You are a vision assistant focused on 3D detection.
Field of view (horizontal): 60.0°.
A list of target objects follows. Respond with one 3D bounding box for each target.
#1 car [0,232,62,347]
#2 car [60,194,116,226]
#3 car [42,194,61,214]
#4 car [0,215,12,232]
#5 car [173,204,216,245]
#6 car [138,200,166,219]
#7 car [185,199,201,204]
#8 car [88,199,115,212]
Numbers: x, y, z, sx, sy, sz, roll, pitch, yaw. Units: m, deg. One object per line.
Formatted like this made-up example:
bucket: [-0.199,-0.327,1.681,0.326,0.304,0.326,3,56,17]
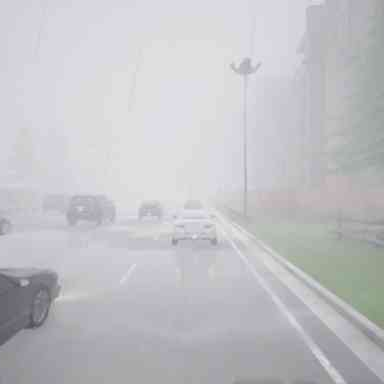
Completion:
car: [-3.398,1.545,3.873,2.033,1.411,5.357,0,0,0]
car: [-6.893,1.200,23.266,2.150,2.045,5.566,0,0,0]
car: [-13.887,1.190,35.352,2.150,2.045,5.566,0,0,0]
car: [-10.395,1.492,15.525,1.837,1.490,4.892,0,0,0]
car: [0.105,1.510,15.385,1.812,1.442,4.674,0,0,0]
car: [-3.389,1.477,28.471,1.837,1.490,4.892,0,0,0]
car: [0.114,1.523,39.162,1.994,1.385,4.181,0,0,0]
car: [-10.387,1.528,38.521,1.994,1.385,4.181,0,0,0]
